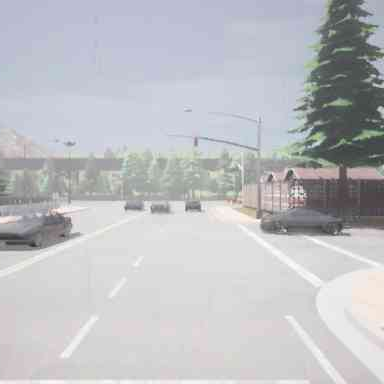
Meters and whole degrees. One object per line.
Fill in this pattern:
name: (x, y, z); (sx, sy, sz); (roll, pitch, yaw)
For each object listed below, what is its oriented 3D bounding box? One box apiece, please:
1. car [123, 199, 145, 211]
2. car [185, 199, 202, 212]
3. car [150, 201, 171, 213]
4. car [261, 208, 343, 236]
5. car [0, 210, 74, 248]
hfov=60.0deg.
car: (-6.995, 1.597, 40.560); (1.994, 1.385, 4.181); (0, 0, 1)
car: (0.146, 1.524, 40.049); (2.128, 1.511, 4.902); (0, 0, 1)
car: (-3.373, 1.630, 36.469); (1.895, 1.301, 4.718); (0, 0, 0)
car: (5.828, 1.542, 17.913); (4.181, 1.385, 1.994); (0, 0, 9)
car: (-7.091, 1.560, 15.119); (2.033, 1.411, 5.357); (0, 0, 0)
